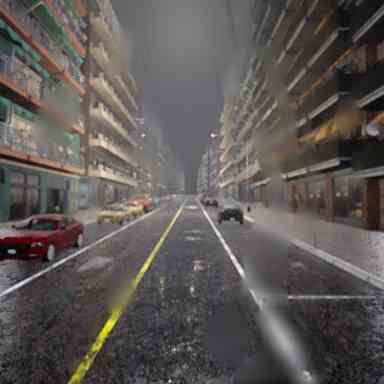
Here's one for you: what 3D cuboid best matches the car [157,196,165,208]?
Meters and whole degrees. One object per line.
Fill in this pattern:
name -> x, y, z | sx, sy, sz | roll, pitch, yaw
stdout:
car -> -5.298, 1.400, 46.020 | 2.008, 1.369, 4.403 | 2, 0, 0

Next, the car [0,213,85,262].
car -> -5.292, 1.502, 12.035 | 1.887, 1.381, 4.507 | 2, 0, 0

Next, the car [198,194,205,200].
car -> 2.572, 1.275, 91.498 | 1.752, 1.417, 4.829 | 2, 0, 0

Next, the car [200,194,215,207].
car -> 2.580, 1.415, 46.016 | 1.947, 1.339, 4.313 | 2, 0, 0

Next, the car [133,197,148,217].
car -> -5.295, 1.428, 28.856 | 1.752, 1.417, 4.829 | 2, 0, 0

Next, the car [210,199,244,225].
car -> 2.585, 1.471, 23.357 | 2.008, 1.369, 4.403 | 2, 0, 0

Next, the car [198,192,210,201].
car -> 2.586, 1.132, 57.343 | 2.192, 1.841, 5.009 | 2, 0, 0

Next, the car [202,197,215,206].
car -> 2.579, 1.415, 51.678 | 1.802, 1.307, 4.206 | 2, 0, 0

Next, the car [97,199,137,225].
car -> -5.293, 1.446, 23.191 | 1.752, 1.417, 4.829 | 2, 0, 0

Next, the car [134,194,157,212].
car -> -5.288, 1.199, 34.690 | 2.192, 1.841, 5.009 | 2, 0, 0

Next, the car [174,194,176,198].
car -> -5.304, 1.324, 74.339 | 1.887, 1.381, 4.507 | 2, 0, 0

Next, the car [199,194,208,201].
car -> 2.578, 1.219, 74.335 | 1.967, 1.590, 4.097 | 2, 0, 0

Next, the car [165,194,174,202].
car -> -5.302, 1.316, 68.503 | 1.752, 1.417, 4.829 | 2, 0, 0
